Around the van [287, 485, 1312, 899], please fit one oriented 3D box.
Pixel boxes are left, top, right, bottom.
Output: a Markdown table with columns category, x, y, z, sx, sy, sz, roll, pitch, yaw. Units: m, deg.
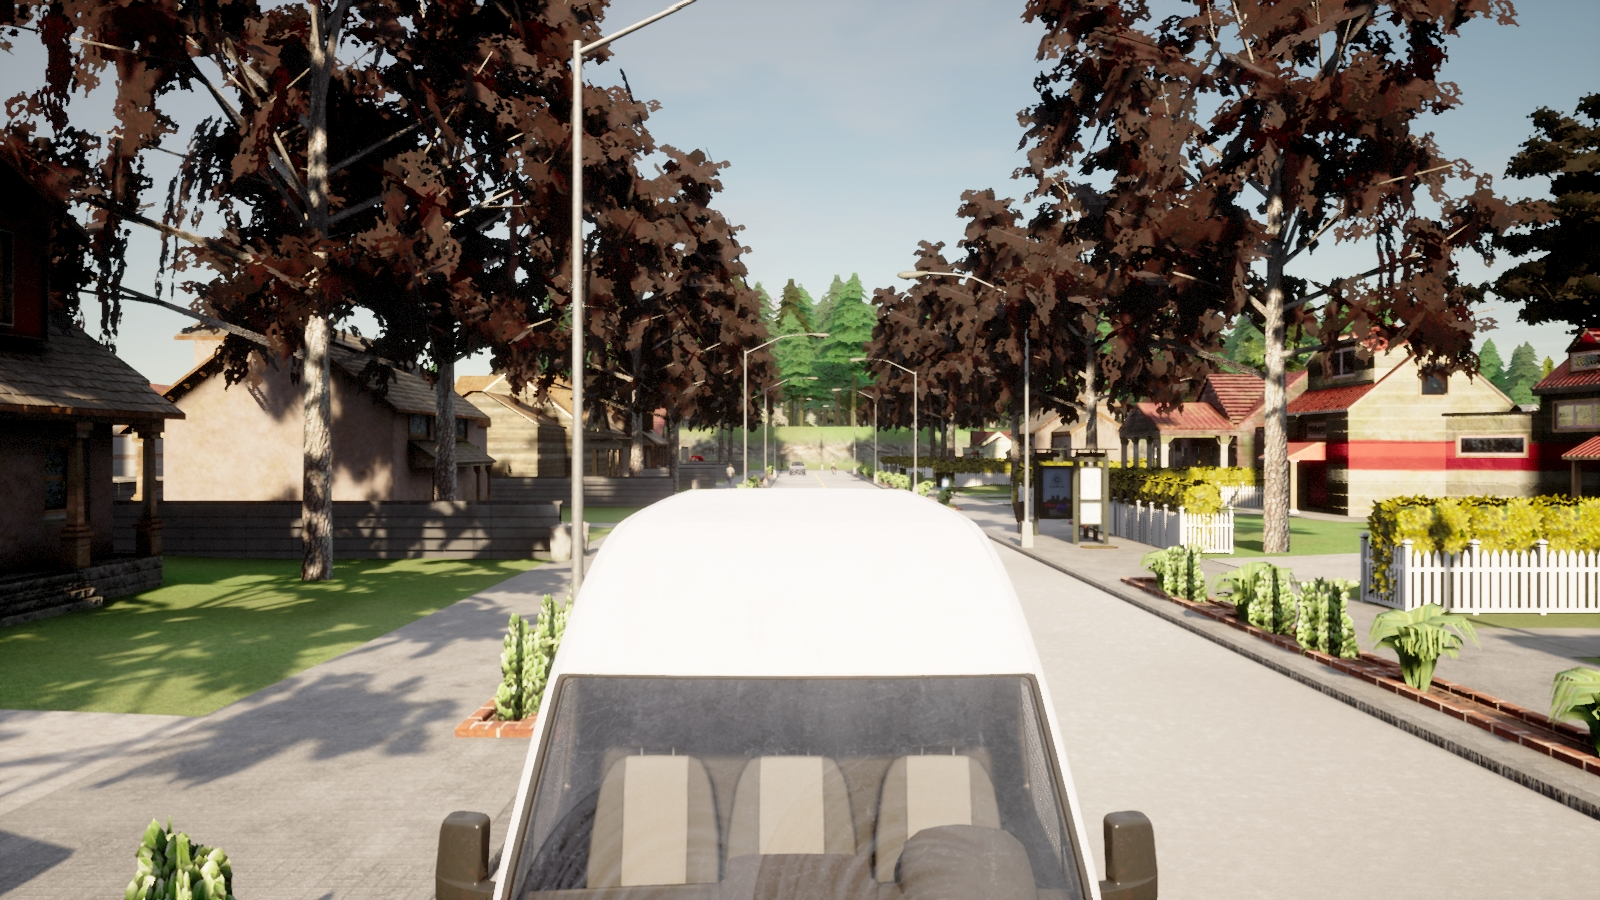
| category | x | y | z | sx | sy | sz | roll | pitch | yaw |
| --- | --- | --- | --- | --- | --- | --- | --- | --- | --- |
| van | -0.005 | 1.533 | 5.173 | 1.988 | 2.561 | 5.915 | 0 | 0 | 0 |

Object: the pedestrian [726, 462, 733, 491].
| category | x | y | z | sx | sy | sz | roll | pitch | yaw |
| --- | --- | --- | --- | --- | --- | --- | --- | --- | --- |
| pedestrian | -4.569 | 1.727 | 74.053 | 0.375 | 1.860 | 0.375 | 0 | 0 | 2 |
